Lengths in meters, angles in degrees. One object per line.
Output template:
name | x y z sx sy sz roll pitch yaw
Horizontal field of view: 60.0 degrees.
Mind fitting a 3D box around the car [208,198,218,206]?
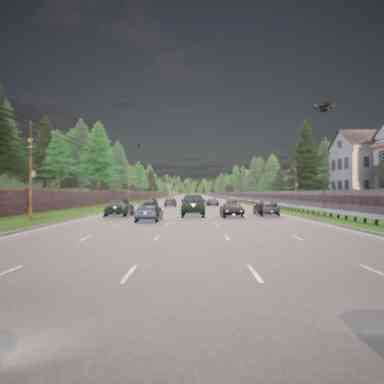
car | 3.534 1.694 56.200 1.994 1.385 4.181 0 0 1

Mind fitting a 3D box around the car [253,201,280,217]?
car | 7.105 1.565 32.082 2.128 1.511 4.902 0 0 0

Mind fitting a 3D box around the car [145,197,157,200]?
car | -6.961 1.623 56.446 2.128 1.511 4.902 0 0 1

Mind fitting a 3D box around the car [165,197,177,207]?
car | -3.487 1.617 53.855 2.128 1.511 4.902 0 0 0

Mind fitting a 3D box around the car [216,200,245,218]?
car | 3.605 1.672 30.797 1.895 1.301 4.718 0 0 0

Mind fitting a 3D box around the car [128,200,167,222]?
car | -3.396 1.609 26.615 2.033 1.411 5.357 0 0 0

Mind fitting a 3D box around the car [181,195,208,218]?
car | 0.105 1.294 31.577 2.150 2.045 5.566 0 0 0

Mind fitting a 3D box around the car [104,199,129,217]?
car | -6.894 1.426 31.851 2.097 1.767 4.553 0 0 0

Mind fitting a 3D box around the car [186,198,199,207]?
car | 0.021 1.674 54.742 2.033 1.411 5.357 0 0 0

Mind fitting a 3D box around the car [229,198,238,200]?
car | 7.039 1.732 56.732 1.895 1.301 4.718 0 0 1
